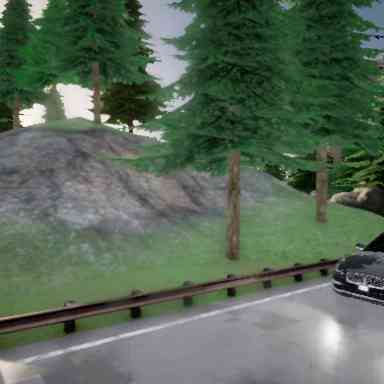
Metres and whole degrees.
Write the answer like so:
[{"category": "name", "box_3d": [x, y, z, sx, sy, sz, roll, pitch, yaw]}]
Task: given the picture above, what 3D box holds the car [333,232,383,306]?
[{"category": "car", "box_3d": [5.224, 1.618, 7.677, 4.892, 1.490, 1.837, 2, -1, -35]}]
